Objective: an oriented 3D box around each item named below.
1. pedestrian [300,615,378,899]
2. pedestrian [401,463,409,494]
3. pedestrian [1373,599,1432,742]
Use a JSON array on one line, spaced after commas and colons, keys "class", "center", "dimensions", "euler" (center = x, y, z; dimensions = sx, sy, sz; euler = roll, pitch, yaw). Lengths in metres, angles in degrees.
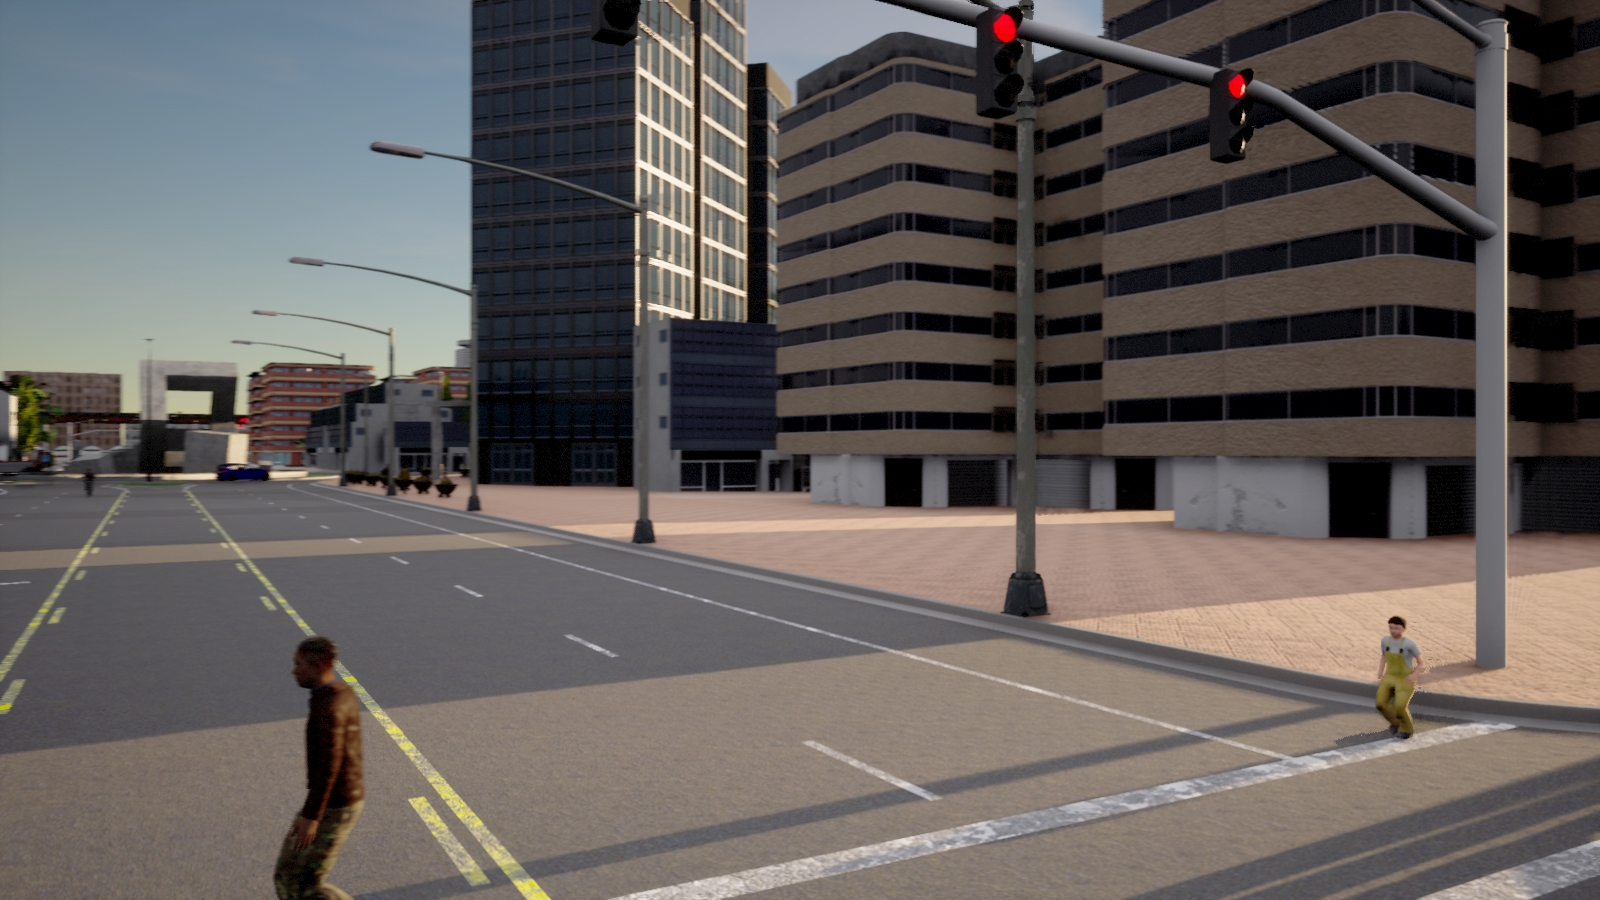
[{"class": "pedestrian", "center": [-2.485, 1.853, 6.149], "dimensions": [0.375, 1.860, 0.375], "euler": [0, 0, -24]}, {"class": "pedestrian", "center": [-23.919, 1.743, 69.196], "dimensions": [0.375, 1.860, 0.375], "euler": [0, 0, -30]}, {"class": "pedestrian", "center": [5.868, 2.133, 11.134], "dimensions": [0.375, 1.300, 0.375], "euler": [0, 0, -34]}]
